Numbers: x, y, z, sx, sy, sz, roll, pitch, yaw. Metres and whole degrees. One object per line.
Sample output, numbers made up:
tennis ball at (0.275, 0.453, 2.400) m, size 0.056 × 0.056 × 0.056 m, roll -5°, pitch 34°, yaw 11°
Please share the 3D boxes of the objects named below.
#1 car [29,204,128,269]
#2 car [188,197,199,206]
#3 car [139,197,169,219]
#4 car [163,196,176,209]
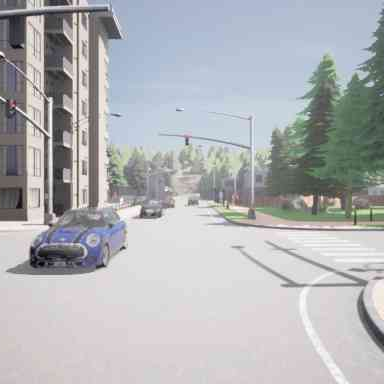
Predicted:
car at (-3.565, 1.353, 11.237) m, size 2.097 × 1.767 × 4.553 m, roll 0°, pitch 0°, yaw 0°
car at (0.196, 1.546, 55.737) m, size 2.033 × 1.411 × 5.357 m, roll 0°, pitch 0°, yaw 0°
car at (-3.485, 1.491, 29.593) m, size 2.128 × 1.511 × 4.902 m, roll 0°, pitch 0°, yaw 0°
car at (-3.426, 1.350, 46.072) m, size 2.097 × 1.767 × 4.553 m, roll 0°, pitch 0°, yaw 0°
